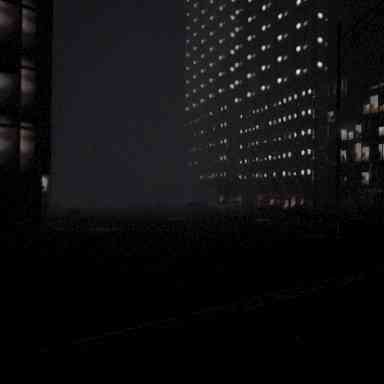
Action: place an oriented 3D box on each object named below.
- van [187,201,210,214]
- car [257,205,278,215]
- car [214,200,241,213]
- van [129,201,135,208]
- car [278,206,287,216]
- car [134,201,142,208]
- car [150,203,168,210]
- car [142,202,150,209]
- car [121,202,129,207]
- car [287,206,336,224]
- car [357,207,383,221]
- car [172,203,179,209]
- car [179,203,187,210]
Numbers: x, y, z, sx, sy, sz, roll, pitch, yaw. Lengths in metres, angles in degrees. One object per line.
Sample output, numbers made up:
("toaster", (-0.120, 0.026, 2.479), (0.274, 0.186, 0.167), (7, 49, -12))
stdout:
("van", (1.173, 2.286, 49.412), (1.690, 1.788, 3.998), (0, -1, -25))
("car", (11.157, 2.518, 47.911), (1.947, 1.339, 4.313), (0, -1, -25))
("car", (5.656, 2.282, 53.294), (2.150, 2.045, 5.566), (1, -1, -25))
("van", (-13.275, 2.972, 79.905), (1.690, 1.788, 3.998), (0, -1, -25))
("car", (13.565, 2.408, 42.828), (1.947, 1.339, 4.313), (0, -1, -25))
("car", (-10.865, 3.059, 74.820), (1.887, 1.381, 4.507), (0, -1, -25))
("car", (-6.049, 2.834, 64.655), (2.008, 1.369, 4.403), (0, -1, -25))
("car", (-8.385, 2.920, 69.584), (1.752, 1.417, 4.829), (0, -1, -25))
("car", (-18.088, 3.409, 90.066), (1.887, 1.381, 4.507), (0, -1, -25))
("car", (10.808, 2.057, 29.077), (2.008, 1.369, 4.403), (0, -1, -25))
("car", (18.380, 2.175, 32.663), (2.008, 1.369, 4.403), (0, -1, -25))
("car", (-3.291, 3.215, 78.405), (1.802, 1.307, 4.206), (0, -1, -25))
("car", (-0.312, 2.814, 65.864), (1.882, 1.535, 5.008), (1, -2, -25))
